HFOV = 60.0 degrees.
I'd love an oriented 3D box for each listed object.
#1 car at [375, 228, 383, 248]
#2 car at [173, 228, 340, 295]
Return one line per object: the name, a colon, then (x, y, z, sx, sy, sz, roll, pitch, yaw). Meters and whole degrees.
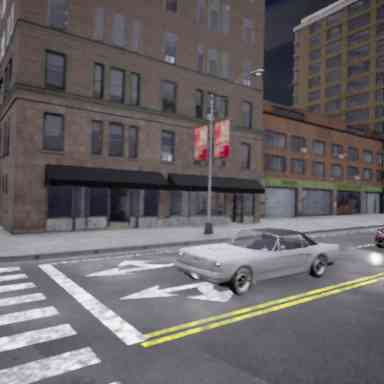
car: (10.038, 1.762, 14.814, 4.674, 1.442, 1.812, 1, -1, -35)
car: (1.880, 1.678, 9.010, 4.718, 1.301, 1.895, 1, -1, -35)
